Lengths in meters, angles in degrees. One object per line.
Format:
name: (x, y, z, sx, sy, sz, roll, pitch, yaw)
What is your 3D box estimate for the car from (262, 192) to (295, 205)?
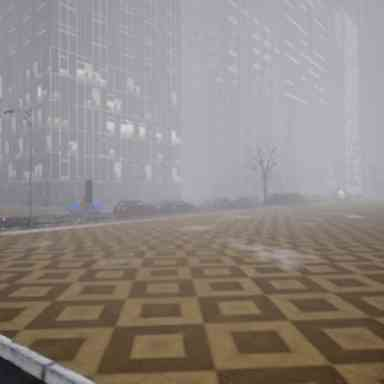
car: (13.511, 1.084, 51.638, 2.192, 1.841, 5.009, 0, 1, 41)

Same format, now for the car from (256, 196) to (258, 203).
car: (10.929, 1.337, 61.446, 1.947, 1.339, 4.313, 0, 1, 41)

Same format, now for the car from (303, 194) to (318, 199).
car: (29.580, 1.083, 82.922, 1.947, 1.339, 4.313, 0, 1, 41)

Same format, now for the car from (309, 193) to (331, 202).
car: (24.814, 1.140, 64.653, 1.752, 1.417, 4.829, 0, 1, 41)

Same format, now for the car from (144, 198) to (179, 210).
car: (-3.999, 1.520, 44.273, 1.887, 1.381, 4.507, 0, 1, 41)

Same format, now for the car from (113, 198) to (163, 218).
car: (-5.046, 1.464, 30.086, 1.967, 1.590, 4.097, 0, 1, 41)

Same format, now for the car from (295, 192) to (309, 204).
car: (17.241, 1.033, 55.933, 2.192, 1.841, 5.009, 0, 1, 41)

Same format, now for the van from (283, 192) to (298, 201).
van: (22.118, 0.959, 74.329, 1.690, 1.788, 3.998, 0, 1, 41)

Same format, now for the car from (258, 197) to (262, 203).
car: (13.343, 1.325, 55.558, 1.994, 1.385, 4.181, 0, 0, 41)

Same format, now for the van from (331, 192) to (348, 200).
van: (32.163, 0.856, 73.114, 1.690, 1.788, 3.998, 0, 1, 41)

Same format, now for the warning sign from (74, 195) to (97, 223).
warning sign: (-7.600, 1.184, 23.731, 1.300, 1.860, 1.060, -1, -1, 41)

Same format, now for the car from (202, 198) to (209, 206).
car: (3.467, 1.439, 52.855, 1.947, 1.339, 4.313, 0, 1, 41)

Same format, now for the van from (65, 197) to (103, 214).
van: (-11.544, 1.419, 35.755, 1.690, 1.788, 3.998, 0, 1, 41)

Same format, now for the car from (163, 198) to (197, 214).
car: (-1.358, 1.539, 34.418, 1.947, 1.339, 4.313, 0, 1, 41)

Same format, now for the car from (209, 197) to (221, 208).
car: (4.719, 1.443, 45.601, 1.994, 1.385, 4.181, 0, 0, 41)

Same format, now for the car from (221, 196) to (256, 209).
car: (6.052, 1.453, 43.051, 1.802, 1.307, 4.206, 0, 1, 41)

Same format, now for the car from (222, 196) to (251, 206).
car: (7.126, 1.381, 52.993, 2.033, 1.411, 5.357, 0, 0, 41)

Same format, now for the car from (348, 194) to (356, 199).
car: (35.893, 1.015, 77.411, 2.008, 1.369, 4.403, 0, 1, 41)
